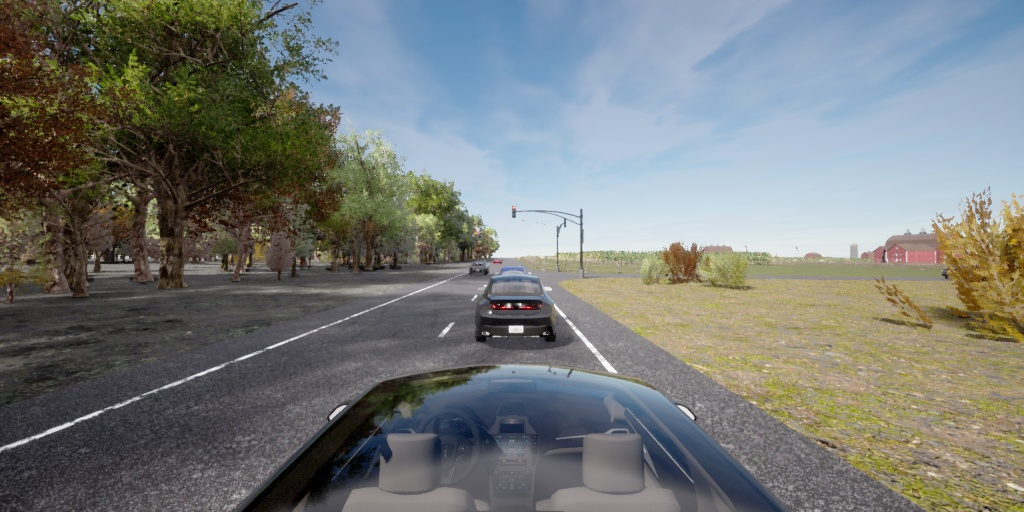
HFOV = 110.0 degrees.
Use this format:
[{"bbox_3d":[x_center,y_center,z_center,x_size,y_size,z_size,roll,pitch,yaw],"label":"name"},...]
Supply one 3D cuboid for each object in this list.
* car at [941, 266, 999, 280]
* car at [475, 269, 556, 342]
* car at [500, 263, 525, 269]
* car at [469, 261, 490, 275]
[{"bbox_3d":[48.419,1.768,37.793,4.902,1.511,2.128,1,-1,0],"label":"car"},{"bbox_3d":[0.078,1.257,9.773,1.837,1.490,4.892,0,0,0],"label":"car"},{"bbox_3d":[0.069,1.280,19.022,1.812,1.442,4.674,0,0,0],"label":"car"},{"bbox_3d":[-3.500,1.249,38.893,2.128,1.511,4.902,0,0,0],"label":"car"}]
